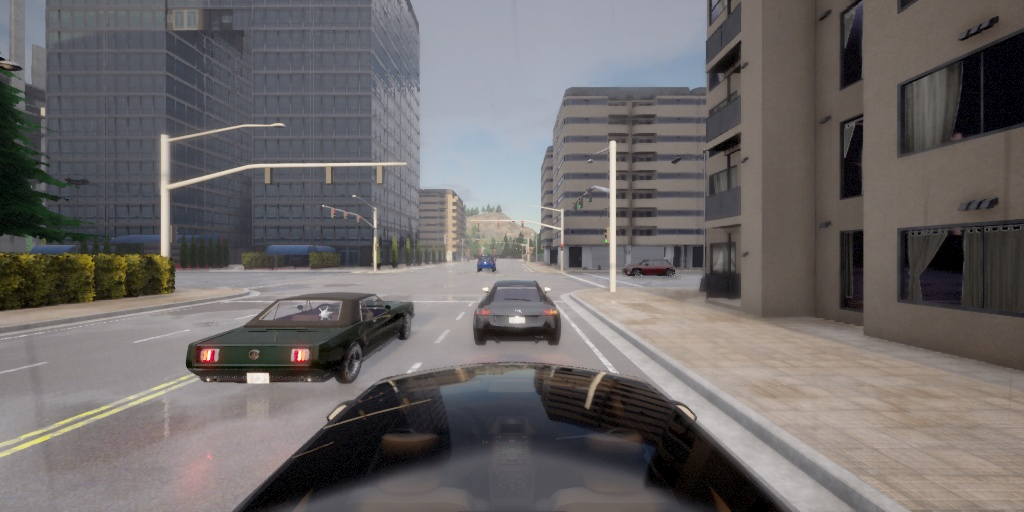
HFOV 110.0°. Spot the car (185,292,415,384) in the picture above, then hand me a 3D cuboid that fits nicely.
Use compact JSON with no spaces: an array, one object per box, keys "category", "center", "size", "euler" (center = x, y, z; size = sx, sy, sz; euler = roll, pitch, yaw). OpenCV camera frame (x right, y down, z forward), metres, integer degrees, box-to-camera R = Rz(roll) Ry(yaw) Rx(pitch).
[{"category":"car","center":[-3.384,1.351,7.025],"size":[1.895,1.301,4.718],"euler":[0,0,0]}]

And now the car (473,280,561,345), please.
[{"category":"car","center":[0.126,1.314,9.504],"size":[1.994,1.385,4.181],"euler":[0,0,1]}]

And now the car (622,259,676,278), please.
[{"category":"car","center":[12.761,1.102,33.646],"size":[4.553,1.767,2.097],"euler":[0,0,0]}]

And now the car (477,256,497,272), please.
[{"category":"car","center":[-3.232,0.971,46.261],"size":[2.150,2.045,5.566],"euler":[0,0,0]}]
